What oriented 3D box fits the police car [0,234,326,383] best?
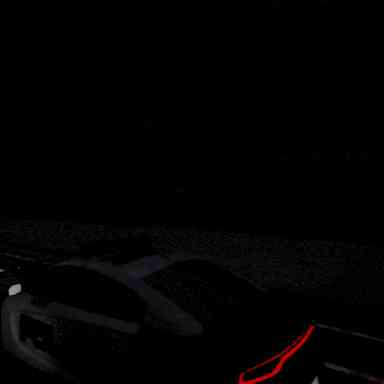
[{"bbox_3d":[-1.077,1.410,4.326,5.238,1.638,1.930,0,0,35],"label":"police car"}]
